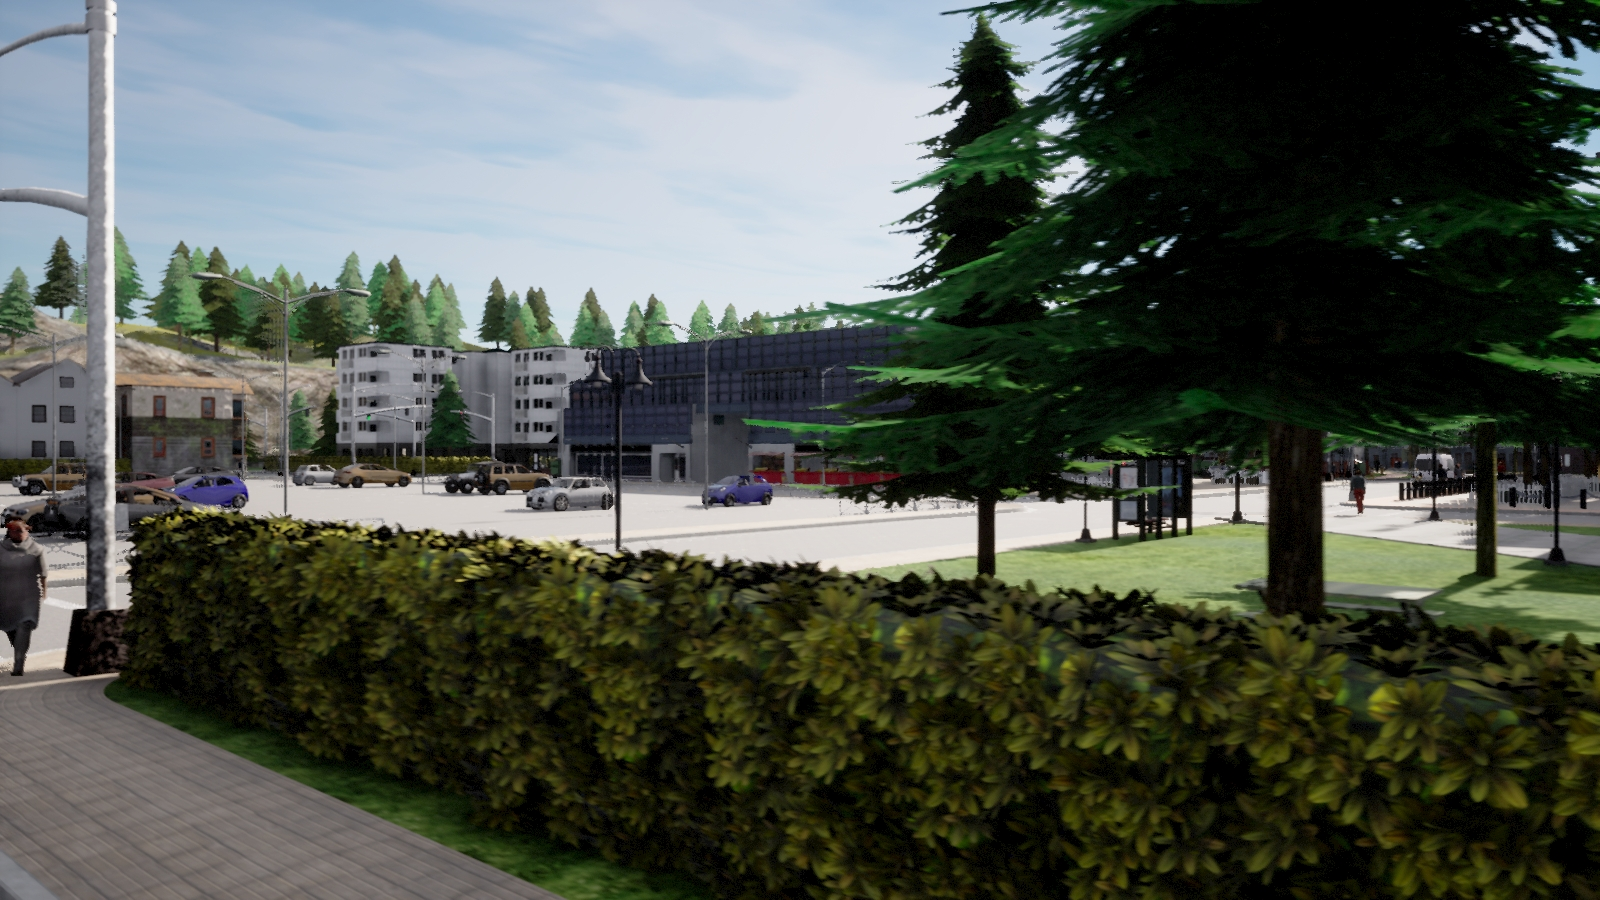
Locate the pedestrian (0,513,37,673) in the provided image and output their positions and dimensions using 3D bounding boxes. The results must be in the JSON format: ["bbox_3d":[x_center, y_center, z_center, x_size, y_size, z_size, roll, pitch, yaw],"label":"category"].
[{"bbox_3d":[-9.350,1.693,13.660,0.375,1.860,0.375,0,0,-32],"label":"pedestrian"}]

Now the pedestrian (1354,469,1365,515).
[{"bbox_3d":[22.678,1.695,46.315,0.375,1.860,0.375,0,0,26],"label":"pedestrian"}]
